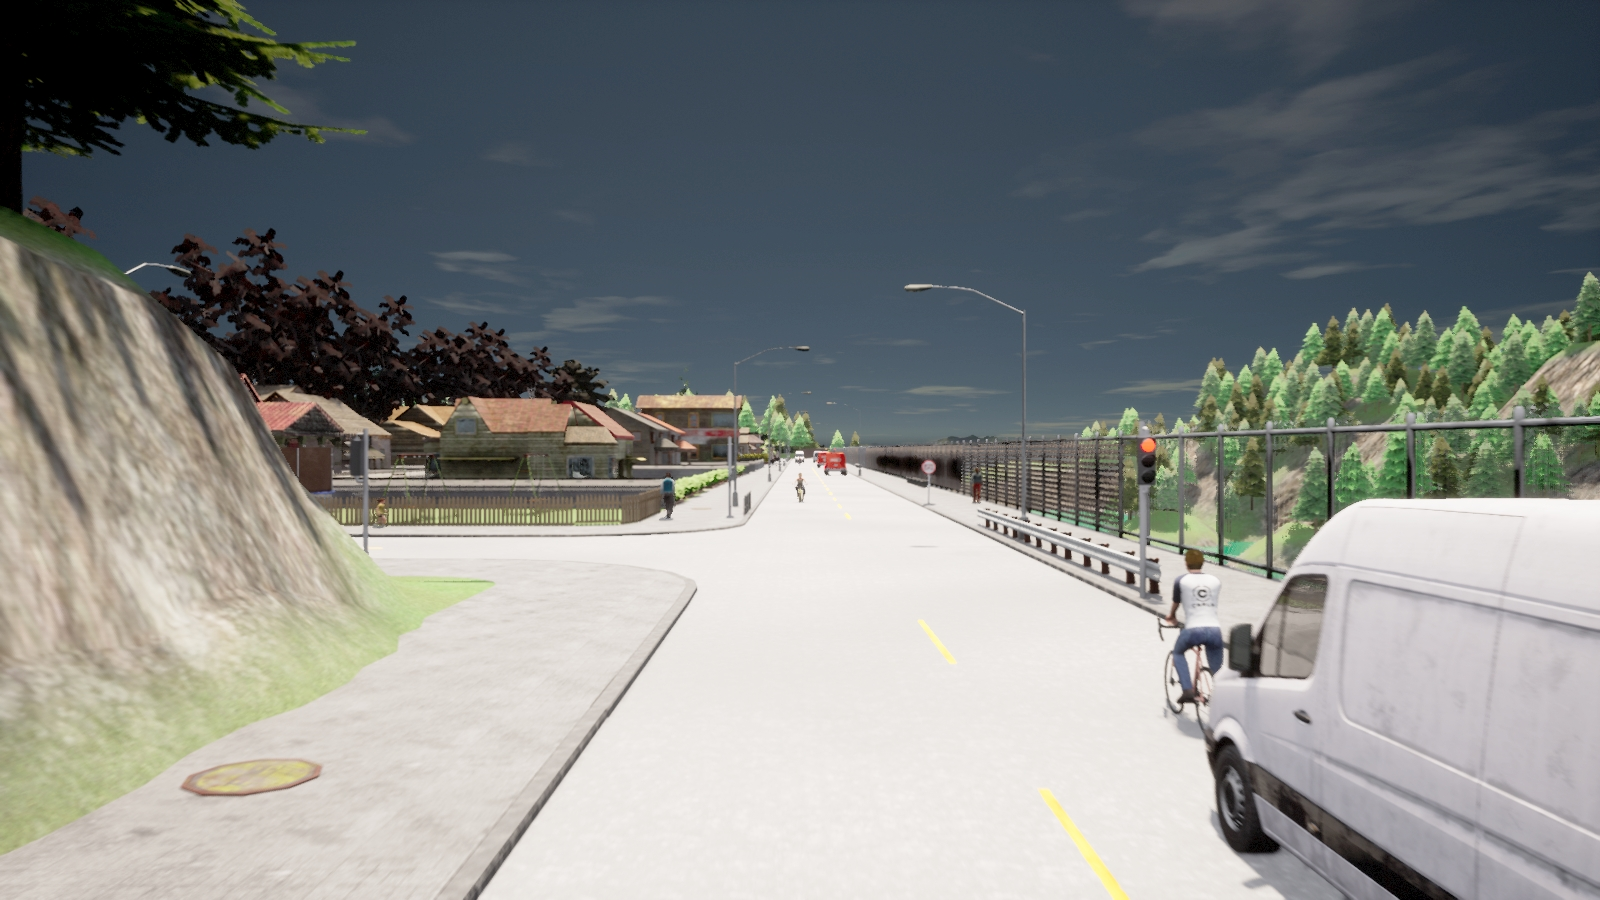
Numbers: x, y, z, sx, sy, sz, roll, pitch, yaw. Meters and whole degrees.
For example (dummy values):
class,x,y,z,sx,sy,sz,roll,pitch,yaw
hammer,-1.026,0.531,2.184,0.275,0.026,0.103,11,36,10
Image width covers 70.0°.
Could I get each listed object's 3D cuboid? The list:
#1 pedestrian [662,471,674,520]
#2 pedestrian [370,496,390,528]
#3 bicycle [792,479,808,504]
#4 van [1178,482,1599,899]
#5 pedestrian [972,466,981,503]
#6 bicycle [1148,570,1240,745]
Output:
class,x,y,z,sx,sy,sz,roll,pitch,yaw
pedestrian,-5.104,1.748,44.176,0.375,1.860,0.375,0,0,7
pedestrian,-14.433,2.128,39.282,0.500,1.100,0.500,0,0,-3
bicycle,0.015,2.161,60.259,0.859,1.276,1.487,0,0,0
van,4.004,1.535,6.118,1.988,2.561,5.915,0,0,0
pedestrian,8.866,1.746,57.357,0.375,1.860,0.375,0,0,-5
bicycle,3.996,2.057,11.684,0.373,1.496,1.643,0,0,0
